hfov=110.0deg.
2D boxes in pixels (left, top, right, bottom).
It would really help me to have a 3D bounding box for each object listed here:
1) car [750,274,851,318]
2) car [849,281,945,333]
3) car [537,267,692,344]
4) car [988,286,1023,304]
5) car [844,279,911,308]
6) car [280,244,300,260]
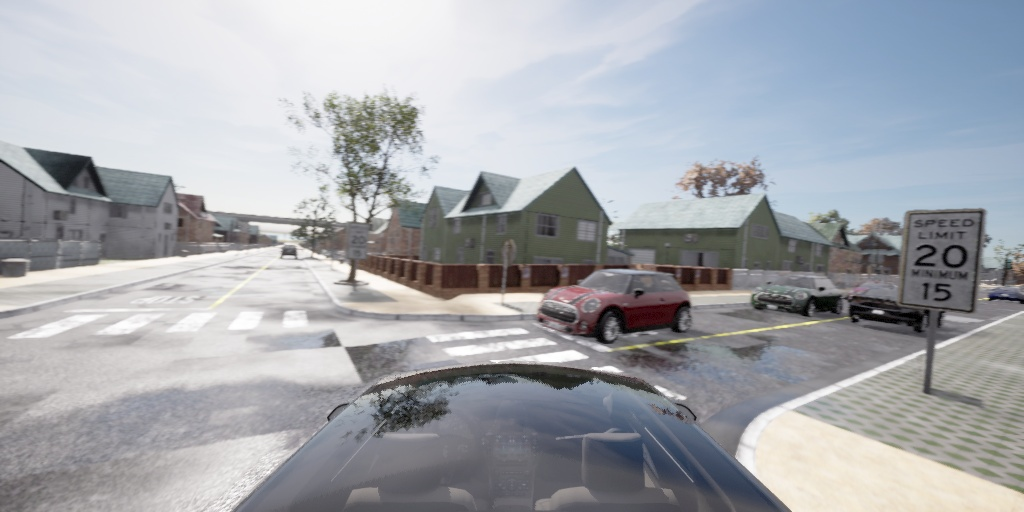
[{"bbox_3d":[12.775,1.626,16.052,4.553,1.767,2.097,3,2,-32],"label":"car"},{"bbox_3d":[15.198,1.956,14.095,5.008,1.535,1.882,3,2,-32],"label":"car"},{"bbox_3d":[2.897,1.149,9.845,4.553,1.767,2.097,3,2,-34],"label":"car"},{"bbox_3d":[44.920,3.473,32.455,4.181,1.385,1.994,3,2,-32],"label":"car"},{"bbox_3d":[22.601,2.275,22.125,4.674,1.442,1.812,3,2,-32],"label":"car"},{"bbox_3d":[-31.962,-0.618,51.527,2.150,2.045,5.566,4,-1,-31],"label":"car"}]
